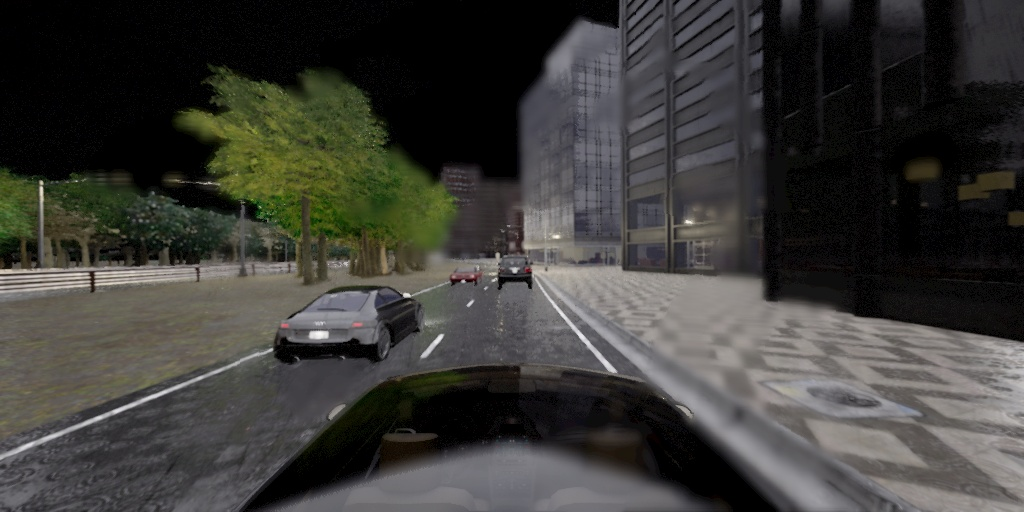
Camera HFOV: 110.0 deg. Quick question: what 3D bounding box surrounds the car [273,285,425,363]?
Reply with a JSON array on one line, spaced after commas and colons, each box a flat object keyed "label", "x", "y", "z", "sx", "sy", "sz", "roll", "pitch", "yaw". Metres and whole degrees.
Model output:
[{"label": "car", "x": -3.403, "y": 1.358, "z": 8.309, "sx": 1.994, "sy": 1.385, "sz": 4.181, "roll": -1, "pitch": 0, "yaw": 0}]

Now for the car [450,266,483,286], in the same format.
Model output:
[{"label": "car", "x": -3.206, "y": 1.410, "z": 26.221, "sx": 1.895, "sy": 1.301, "sz": 4.718, "roll": -1, "pitch": 0, "yaw": 1}]

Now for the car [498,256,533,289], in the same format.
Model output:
[{"label": "car", "x": 0.232, "y": 0.991, "z": 23.860, "sx": 2.150, "sy": 2.045, "sz": 5.566, "roll": -1, "pitch": 0, "yaw": 1}]
